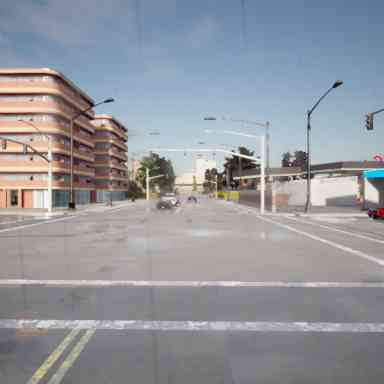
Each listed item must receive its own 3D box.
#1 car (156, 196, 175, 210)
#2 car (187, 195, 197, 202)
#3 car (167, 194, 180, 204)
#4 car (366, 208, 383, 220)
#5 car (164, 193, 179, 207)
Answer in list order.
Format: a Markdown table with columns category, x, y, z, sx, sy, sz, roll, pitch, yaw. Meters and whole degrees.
| category | x | y | z | sx | sy | sz | roll | pitch | yaw |
| --- | --- | --- | --- | --- | --- | --- | --- | --- | --- |
| car | -3.575 | 1.605 | 43.231 | 1.895 | 1.301 | 4.718 | 0 | 0 | 0 |
| car | 0.039 | 1.346 | 70.761 | 1.812 | 1.442 | 4.674 | 0 | 0 | 0 |
| car | -3.520 | 1.359 | 63.385 | 2.097 | 1.767 | 4.553 | 0 | 0 | 0 |
| car | 16.549 | 1.604 | 26.375 | 4.718 | 1.301 | 1.895 | 0 | 0 | 1 |
| car | -3.563 | 1.227 | 53.254 | 2.150 | 2.045 | 5.566 | 0 | 0 | 0 |
